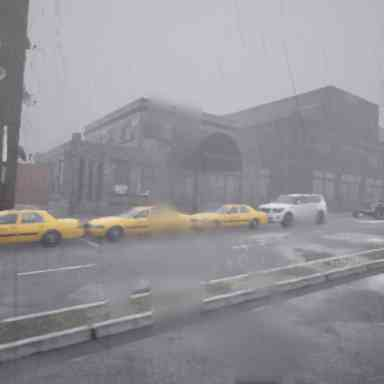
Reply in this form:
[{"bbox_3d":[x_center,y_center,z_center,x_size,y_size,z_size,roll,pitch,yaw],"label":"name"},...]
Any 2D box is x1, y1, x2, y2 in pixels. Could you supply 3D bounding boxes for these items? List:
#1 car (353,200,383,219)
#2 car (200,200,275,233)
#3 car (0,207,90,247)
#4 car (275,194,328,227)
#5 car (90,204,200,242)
[{"bbox_3d":[15.897,1.457,28.775,4.792,1.488,2.163,0,0,-35],"label":"car"},{"bbox_3d":[2.057,1.386,19.155,5.366,1.575,1.946,0,0,-35],"label":"car"},{"bbox_3d":[-7.021,1.364,12.859,5.366,1.575,1.946,0,0,-35],"label":"car"},{"bbox_3d":[6.830,1.151,22.467,5.566,2.045,2.435,0,0,-35],"label":"car"},{"bbox_3d":[-2.480,1.374,16.002,5.366,1.575,1.946,0,0,-35],"label":"car"}]
